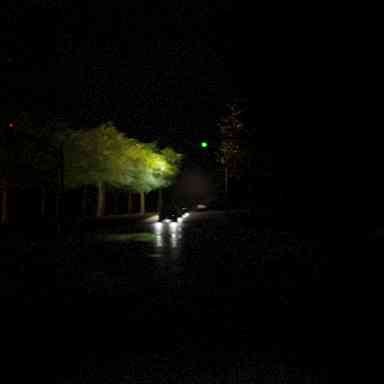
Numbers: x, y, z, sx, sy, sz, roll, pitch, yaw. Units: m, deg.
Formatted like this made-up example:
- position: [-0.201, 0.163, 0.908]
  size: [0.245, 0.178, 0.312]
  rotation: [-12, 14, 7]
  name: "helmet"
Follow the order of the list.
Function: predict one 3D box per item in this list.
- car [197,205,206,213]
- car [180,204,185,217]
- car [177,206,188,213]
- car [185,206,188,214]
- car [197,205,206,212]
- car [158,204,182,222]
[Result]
- position: [1.853, 3.430, 65.498]
  size: [1.895, 1.301, 4.718]
  rotation: [0, -2, 1]
  name: "car"
- position: [-2.240, 2.650, 44.194]
  size: [1.812, 1.442, 4.674]
  rotation: [-1, -2, 2]
  name: "car"
- position: [-1.717, 3.370, 63.345]
  size: [1.895, 1.301, 4.718]
  rotation: [0, -2, 1]
  name: "car"
- position: [-2.026, 2.753, 53.125]
  size: [2.097, 1.767, 4.553]
  rotation: [-1, -2, 2]
  name: "car"
- position: [2.080, 3.749, 75.583]
  size: [1.882, 1.535, 5.008]
  rotation: [0, -3, 1]
  name: "car"
- position: [-2.451, 2.363, 35.204]
  size: [1.837, 1.490, 4.892]
  rotation: [0, -2, 1]
  name: "car"
